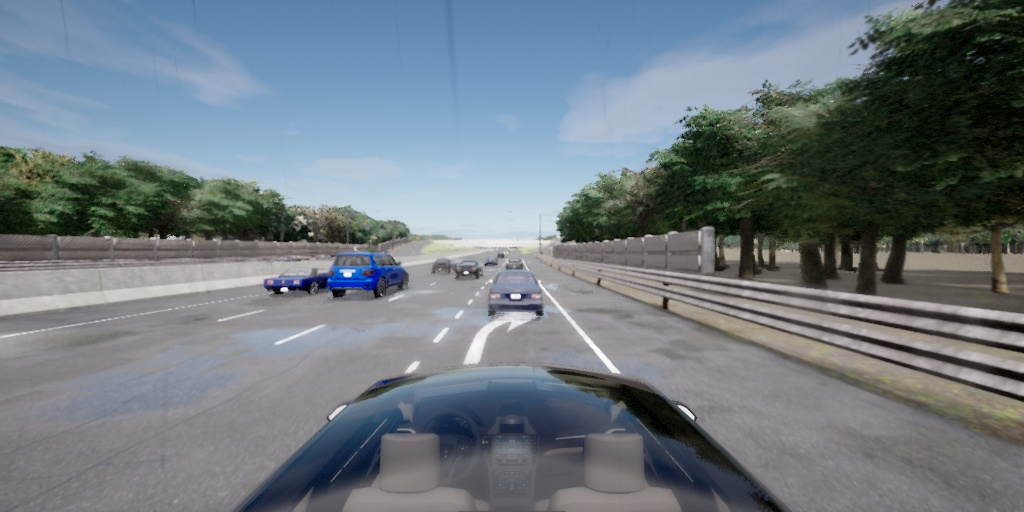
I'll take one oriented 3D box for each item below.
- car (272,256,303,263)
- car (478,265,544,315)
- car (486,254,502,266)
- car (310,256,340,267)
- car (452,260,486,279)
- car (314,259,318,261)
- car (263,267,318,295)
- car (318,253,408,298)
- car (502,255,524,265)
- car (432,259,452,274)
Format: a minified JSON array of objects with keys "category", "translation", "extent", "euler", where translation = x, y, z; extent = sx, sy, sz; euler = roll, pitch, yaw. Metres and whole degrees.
[{"category":"car","translation":[-31.283,0.822,49.999],"extent":[2.128,1.511,4.902],"euler":[0,1,1]},{"category":"car","translation":[0.121,1.212,13.062],"extent":[2.033,1.411,5.357],"euler":[0,0,0]},{"category":"car","translation":[-3.161,0.766,56.420],"extent":[2.033,1.411,5.357],"euler":[0,1,1]},{"category":"car","translation":[-27.738,0.776,53.438],"extent":[1.837,1.490,4.892],"euler":[0,1,1]},{"category":"car","translation":[-3.405,1.069,29.135],"extent":[1.812,1.442,4.674],"euler":[0,0,0]},{"category":"car","translation":[-24.305,0.950,48.854],"extent":[1.895,1.301,4.718],"euler":[0,1,1]},{"category":"car","translation":[-10.360,1.223,18.555],"extent":[1.895,1.301,4.718],"euler":[0,0,0]},{"category":"car","translation":[-6.863,0.851,17.663],"extent":[2.150,2.045,5.566],"euler":[0,0,0]},{"category":"car","translation":[0.275,0.951,39.944],"extent":[2.128,1.511,4.902],"euler":[0,1,0]},{"category":"car","translation":[-6.756,0.995,36.135],"extent":[1.837,1.490,4.892],"euler":[0,0,0]}]
